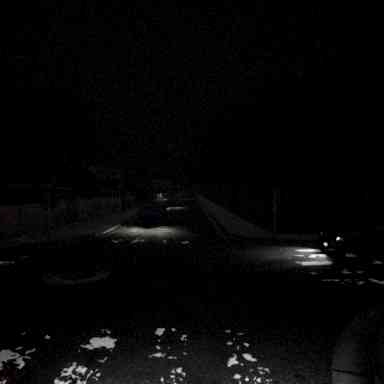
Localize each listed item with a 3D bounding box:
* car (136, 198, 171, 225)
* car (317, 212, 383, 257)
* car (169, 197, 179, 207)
[{"bbox_3d":[-2.803,1.492,23.954,1.882,1.535,5.008,0,0,0],"label":"car"},{"bbox_3d":[7.263,1.355,11.489,5.357,1.411,2.033,-1,0,0],"label":"car"},{"bbox_3d":[-2.860,1.480,49.720,1.812,1.442,4.674,0,0,0],"label":"car"}]
